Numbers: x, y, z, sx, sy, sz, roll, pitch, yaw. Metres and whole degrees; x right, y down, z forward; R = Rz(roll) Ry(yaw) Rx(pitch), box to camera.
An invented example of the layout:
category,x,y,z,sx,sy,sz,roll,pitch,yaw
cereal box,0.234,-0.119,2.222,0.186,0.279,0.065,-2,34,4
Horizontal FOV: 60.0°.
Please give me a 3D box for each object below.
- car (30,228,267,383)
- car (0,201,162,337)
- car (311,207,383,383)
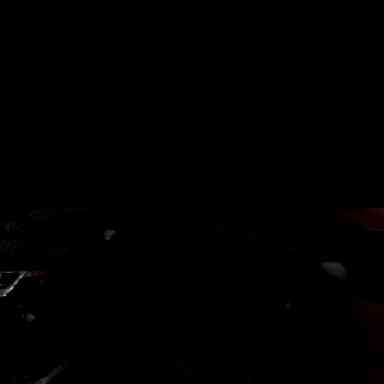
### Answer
category,x,y,z,sx,sy,sz,roll,pitch,yaw
car,0.113,1.517,5.290,2.163,1.488,4.792,0,-1,15
car,-2.334,1.241,7.034,2.435,2.045,5.566,0,-1,15
car,2.568,1.231,3.551,2.435,2.045,5.566,0,-1,15
